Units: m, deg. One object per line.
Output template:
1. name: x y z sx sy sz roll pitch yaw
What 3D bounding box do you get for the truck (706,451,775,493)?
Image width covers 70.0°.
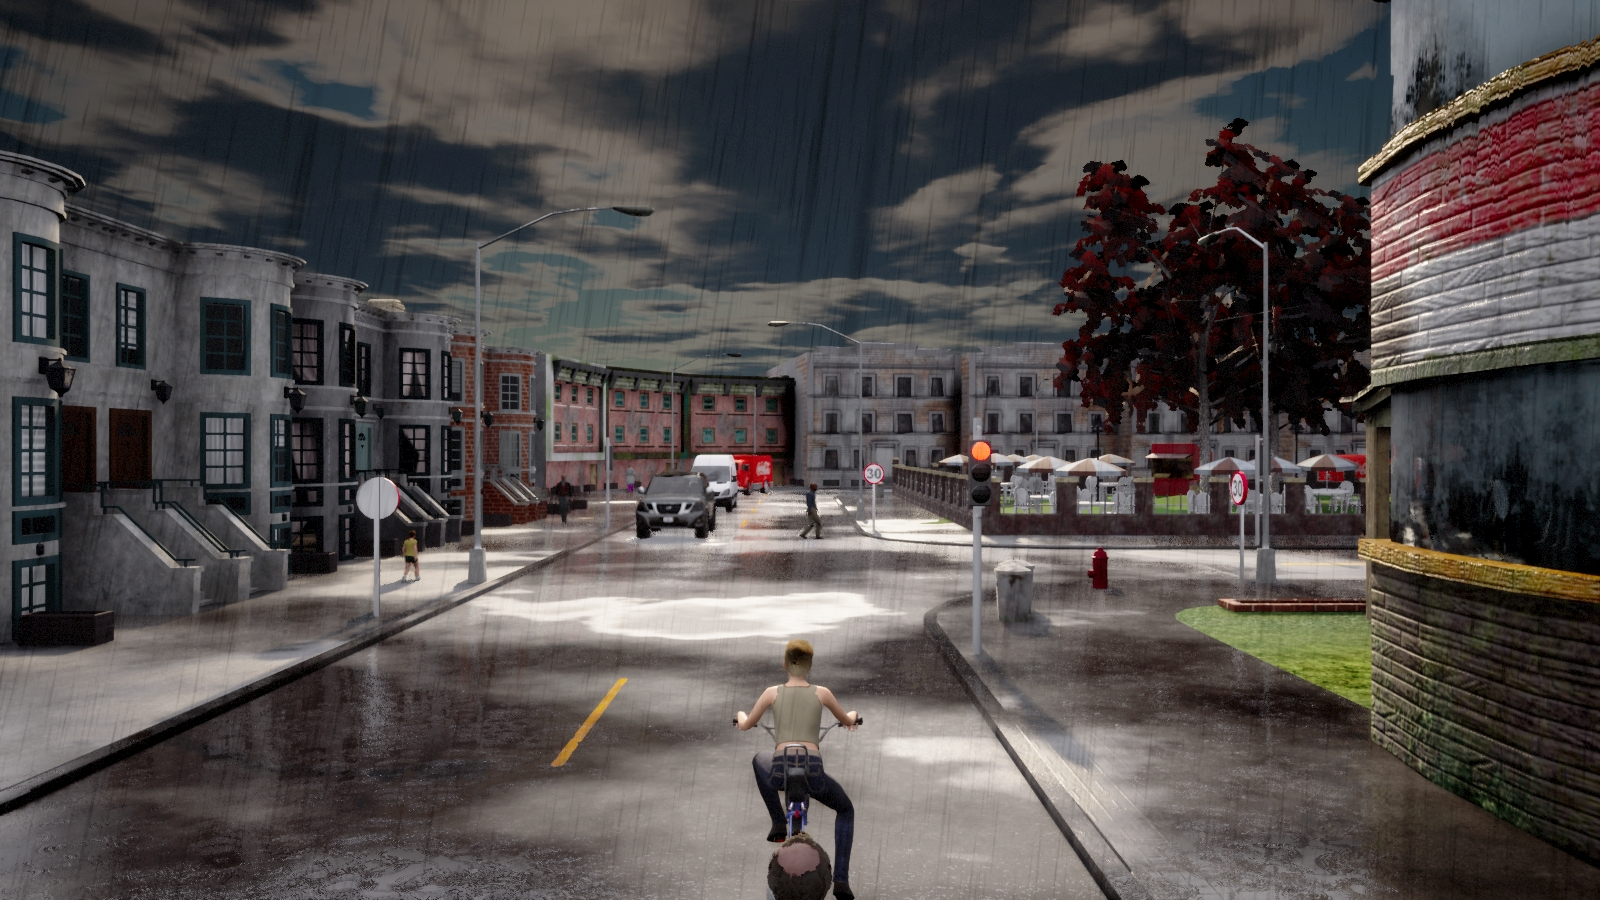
1. truck: -3.620 1.324 70.889 2.627 2.467 5.204 0 0 18

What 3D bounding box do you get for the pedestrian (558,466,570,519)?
1. pedestrian: -8.415 1.507 40.718 0.375 1.860 0.375 0 0 -5

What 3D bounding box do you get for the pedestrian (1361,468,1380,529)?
1. pedestrian: 17.629 1.502 35.304 0.375 1.860 0.375 0 0 0

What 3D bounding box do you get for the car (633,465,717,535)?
1. car: -4.003 1.544 37.553 2.150 2.045 5.566 0 0 0

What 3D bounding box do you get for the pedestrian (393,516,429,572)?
1. pedestrian: -7.877 1.895 23.145 0.500 1.100 0.500 0 0 9

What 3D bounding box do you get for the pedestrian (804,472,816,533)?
1. pedestrian: 0.315 1.615 35.050 0.375 1.860 0.375 0 0 1

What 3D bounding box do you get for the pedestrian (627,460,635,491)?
1. pedestrian: -9.966 1.499 67.199 0.375 1.860 0.375 0 0 8

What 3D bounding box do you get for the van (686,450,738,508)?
1. van: -4.039 1.293 53.441 1.988 2.561 5.915 0 0 0
